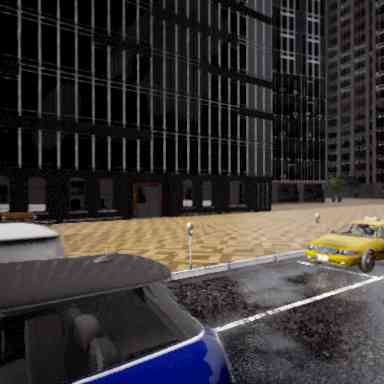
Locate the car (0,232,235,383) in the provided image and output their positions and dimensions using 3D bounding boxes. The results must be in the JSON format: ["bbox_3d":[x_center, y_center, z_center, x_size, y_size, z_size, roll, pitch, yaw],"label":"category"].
[{"bbox_3d":[-1.875,1.354,2.041,4.553,1.767,2.097,0,0,-36],"label":"car"}]

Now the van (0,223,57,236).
[{"bbox_3d":[-3.551,1.344,4.024,3.998,1.788,1.690,0,0,-36],"label":"van"}]

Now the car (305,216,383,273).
[{"bbox_3d":[5.540,1.476,10.511,4.829,1.417,1.752,0,0,-36],"label":"car"}]
